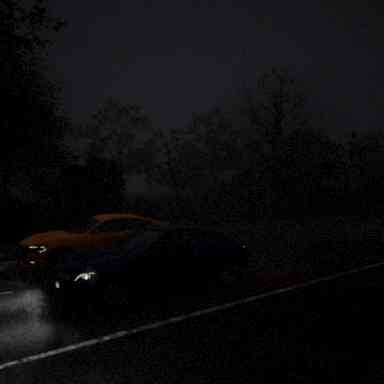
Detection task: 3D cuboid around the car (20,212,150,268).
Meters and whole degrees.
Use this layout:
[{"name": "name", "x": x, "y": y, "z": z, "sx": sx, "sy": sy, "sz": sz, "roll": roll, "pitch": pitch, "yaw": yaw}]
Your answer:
[{"name": "car", "x": -2.719, "y": 1.452, "z": 10.652, "sx": 5.008, "sy": 1.535, "sz": 1.882, "roll": 0, "pitch": 0, "yaw": -36}]

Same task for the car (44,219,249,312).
[{"name": "car", "x": -0.704, "y": 1.500, "z": 7.789, "sx": 4.674, "sy": 1.442, "sz": 1.812, "roll": 0, "pitch": 0, "yaw": -36}]
